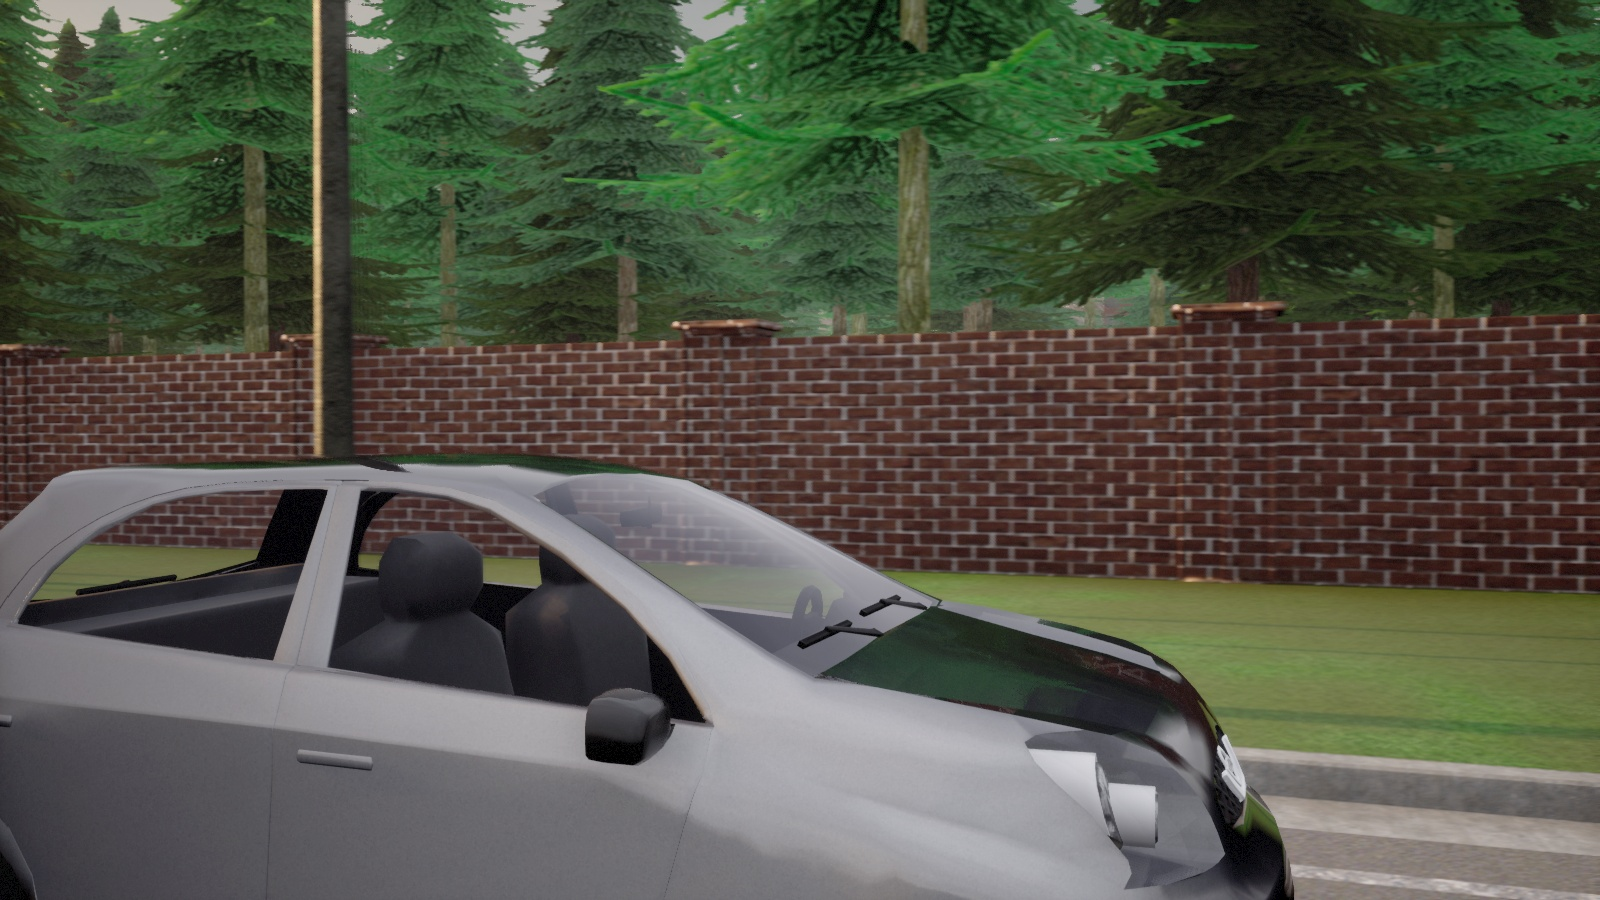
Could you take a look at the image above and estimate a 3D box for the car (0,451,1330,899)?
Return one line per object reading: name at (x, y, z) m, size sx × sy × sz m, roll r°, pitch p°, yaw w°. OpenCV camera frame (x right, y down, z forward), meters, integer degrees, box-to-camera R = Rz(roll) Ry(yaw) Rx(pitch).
car at (-0.614, 0.784, 3.400) m, size 3.633 × 1.501 × 1.845 m, roll 1°, pitch 1°, yaw 19°
